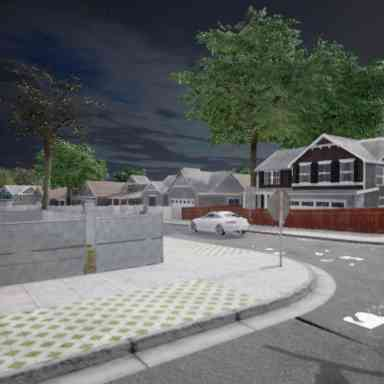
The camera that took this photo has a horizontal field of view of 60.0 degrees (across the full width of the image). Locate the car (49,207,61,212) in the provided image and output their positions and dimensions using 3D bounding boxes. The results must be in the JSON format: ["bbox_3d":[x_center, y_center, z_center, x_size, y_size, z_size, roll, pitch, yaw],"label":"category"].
[{"bbox_3d":[-19.460,2.808,46.247,2.128,1.511,4.902,1,-2,-39],"label":"car"}]

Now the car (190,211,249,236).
[{"bbox_3d":[1.695,1.978,21.410,1.812,1.442,4.674,1,-2,-33],"label":"car"}]
